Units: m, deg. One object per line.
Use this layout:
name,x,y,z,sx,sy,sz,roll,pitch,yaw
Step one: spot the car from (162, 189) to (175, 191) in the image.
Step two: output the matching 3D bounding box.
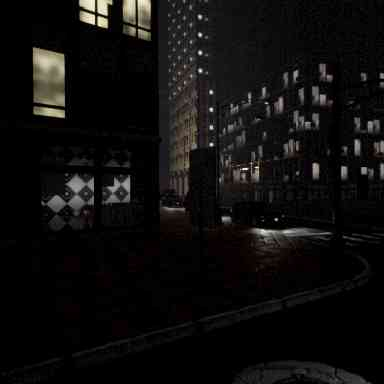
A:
car,-4.035,0.536,54.629,2.150,2.045,5.566,-1,1,-18

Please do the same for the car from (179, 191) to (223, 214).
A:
car,0.900,0.895,30.939,2.150,2.045,5.566,-1,1,-19

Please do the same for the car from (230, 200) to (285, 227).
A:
car,4.101,1.315,21.535,1.837,1.490,4.892,-1,1,-19

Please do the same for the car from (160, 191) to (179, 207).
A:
car,-2.395,1.036,40.667,1.837,1.490,4.892,-1,1,-18
